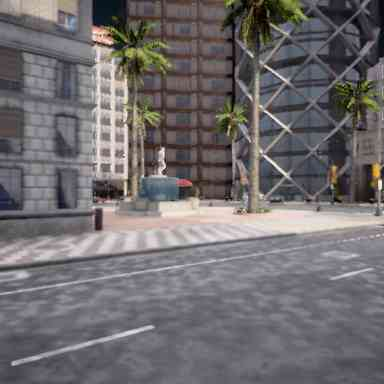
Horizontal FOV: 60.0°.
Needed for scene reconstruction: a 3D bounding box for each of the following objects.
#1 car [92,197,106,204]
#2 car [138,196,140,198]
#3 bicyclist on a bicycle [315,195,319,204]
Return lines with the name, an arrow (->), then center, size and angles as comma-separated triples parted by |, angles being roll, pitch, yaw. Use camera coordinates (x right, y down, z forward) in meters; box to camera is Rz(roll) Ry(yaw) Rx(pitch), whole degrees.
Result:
car -> -18.860, 1.601, 63.648 | 4.718, 1.301, 1.895 | 0, 0, -10
car -> -10.289, 1.503, 60.749 | 4.892, 1.490, 1.837 | -1, 0, 0
bicyclist on a bicycle -> 22.452, 1.306, 59.488 | 0.582, 1.620, 1.656 | 0, 0, 42
